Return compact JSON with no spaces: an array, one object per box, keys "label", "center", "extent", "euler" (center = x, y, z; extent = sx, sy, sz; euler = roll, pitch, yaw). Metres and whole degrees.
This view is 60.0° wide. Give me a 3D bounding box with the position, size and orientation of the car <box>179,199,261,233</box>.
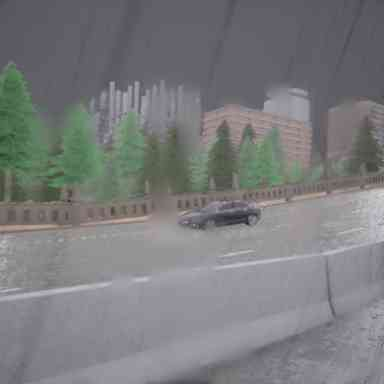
[{"label":"car","center":[1.585,1.187,17.839],"extent":[4.892,1.490,1.837],"euler":[-3,2,-34]}]
